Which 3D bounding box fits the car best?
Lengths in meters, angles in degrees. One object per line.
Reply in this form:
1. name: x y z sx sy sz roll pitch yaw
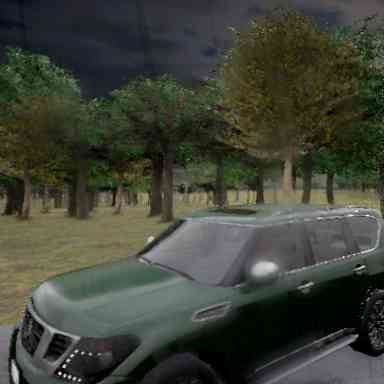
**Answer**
1. car: 0.715 1.220 4.500 5.566 2.045 2.150 0 0 -35
